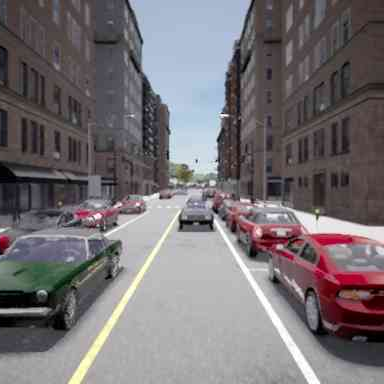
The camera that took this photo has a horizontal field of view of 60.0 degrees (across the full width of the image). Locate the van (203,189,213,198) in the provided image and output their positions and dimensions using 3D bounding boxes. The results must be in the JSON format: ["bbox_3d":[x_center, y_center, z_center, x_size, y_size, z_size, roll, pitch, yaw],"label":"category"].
[{"bbox_3d":[3.186,0.328,67.156,1.690,1.788,3.998,0,1,0],"label":"van"}]

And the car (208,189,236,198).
[{"bbox_3d":[2.850,0.876,29.098,2.192,1.841,5.009,0,1,0],"label":"car"}]

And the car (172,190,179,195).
[{"bbox_3d":[-4.706,0.115,94.733,1.887,1.381,4.507,0,1,0],"label":"car"}]

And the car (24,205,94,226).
[{"bbox_3d":[-5.300,1.383,12.117,1.947,1.339,4.313,0,1,0],"label":"car"}]

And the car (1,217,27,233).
[{"bbox_3d":[-5.342,1.447,6.435,1.887,1.381,4.507,0,1,0],"label":"car"}]

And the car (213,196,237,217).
[{"bbox_3d":[2.809,1.197,23.420,2.008,1.369,4.403,0,1,0],"label":"car"}]

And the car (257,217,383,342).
[{"bbox_3d":[2.683,1.447,6.376,1.887,1.381,4.507,0,1,0],"label":"car"}]

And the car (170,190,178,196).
[{"bbox_3d":[-4.749,0.198,89.230,1.887,1.381,4.507,0,1,0],"label":"car"}]

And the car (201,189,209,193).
[{"bbox_3d":[3.114,0.468,56.150,2.192,1.841,5.009,0,1,0],"label":"car"}]

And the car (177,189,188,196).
[{"bbox_3d":[-2.116,0.056,86.014,2.097,1.767,4.553,0,1,0],"label":"car"}]

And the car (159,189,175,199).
[{"bbox_3d":[-4.964,0.385,61.712,2.192,1.841,5.009,0,1,0],"label":"car"}]

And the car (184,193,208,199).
[{"bbox_3d":[0.480,1.060,33.404,1.994,1.385,4.181,0,1,3],"label":"car"}]

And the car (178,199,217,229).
[{"bbox_3d":[0.240,1.309,19.290,1.895,1.301,4.718,0,1,0],"label":"car"}]

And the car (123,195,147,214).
[{"bbox_3d":[-5.174,1.001,29.159,1.967,1.590,4.097,0,1,0],"label":"car"}]

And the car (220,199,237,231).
[{"bbox_3d":[2.767,1.276,17.739,1.887,1.381,4.507,0,1,0],"label":"car"}]

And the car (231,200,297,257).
[{"bbox_3d":[2.724,1.257,12.056,1.967,1.590,4.097,0,1,0],"label":"car"}]

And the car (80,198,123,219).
[{"bbox_3d":[-5.258,1.172,17.796,1.967,1.590,4.097,0,1,0],"label":"car"}]

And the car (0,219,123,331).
[{"bbox_3d":[-2.803,1.497,6.793,1.895,1.301,4.718,0,1,0],"label":"car"}]
